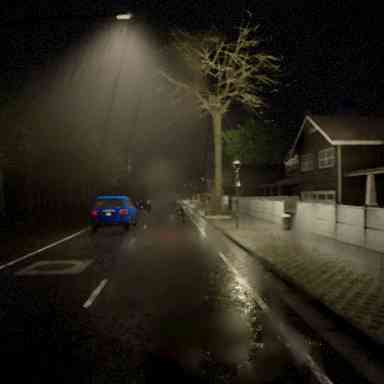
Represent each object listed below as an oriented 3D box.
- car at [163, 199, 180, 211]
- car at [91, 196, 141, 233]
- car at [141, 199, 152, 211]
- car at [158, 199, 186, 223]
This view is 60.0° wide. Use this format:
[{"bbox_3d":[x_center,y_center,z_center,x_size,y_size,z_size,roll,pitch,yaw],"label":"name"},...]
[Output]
[{"bbox_3d":[-2.623,1.630,42.676,1.994,1.385,4.181,-1,0,-4],"label":"car"},{"bbox_3d":[-4.691,1.295,20.647,2.150,2.045,5.566,-1,0,-4],"label":"car"},{"bbox_3d":[-6.042,1.593,41.383,2.128,1.511,4.902,-1,0,-4],"label":"car"},{"bbox_3d":[-1.518,1.552,25.708,1.837,1.490,4.892,-1,1,-4],"label":"car"}]
